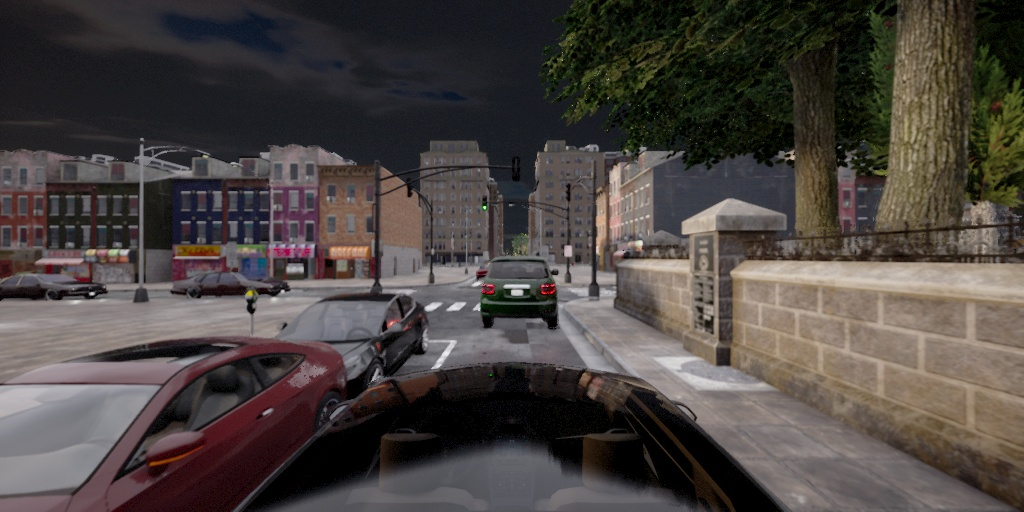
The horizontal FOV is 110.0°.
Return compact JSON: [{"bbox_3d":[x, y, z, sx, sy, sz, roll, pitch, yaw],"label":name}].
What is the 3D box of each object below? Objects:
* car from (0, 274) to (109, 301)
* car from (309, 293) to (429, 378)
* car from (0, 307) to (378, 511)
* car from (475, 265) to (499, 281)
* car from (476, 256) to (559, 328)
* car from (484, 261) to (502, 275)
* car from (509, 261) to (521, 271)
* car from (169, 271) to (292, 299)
[{"bbox_3d":[-24.907,1.660,18.993,5.357,1.411,2.033,-1,0,0],"label":"car"},{"bbox_3d":[-2.634,1.338,6.108,1.948,1.339,4.313,0,0,0],"label":"car"},{"bbox_3d":[-2.638,1.336,2.445,1.802,1.307,4.207,0,0,0],"label":"car"},{"bbox_3d":[-2.250,1.501,32.896,1.895,1.301,4.718,0,0,0],"label":"car"},{"bbox_3d":[0.362,1.025,11.847,2.150,2.045,5.566,0,0,5],"label":"car"},{"bbox_3d":[-2.254,1.428,43.310,1.882,1.535,5.008,0,0,0],"label":"car"},{"bbox_3d":[0.442,1.542,57.318,1.812,1.442,4.674,0,0,0],"label":"car"},{"bbox_3d":[-14.830,1.530,19.021,5.357,1.411,2.033,-1,0,0],"label":"car"}]
